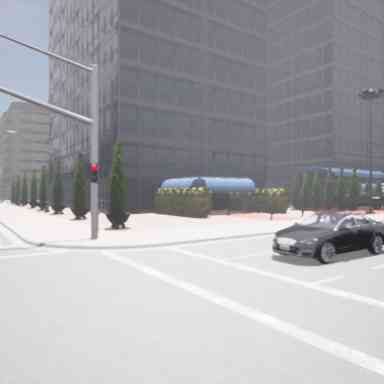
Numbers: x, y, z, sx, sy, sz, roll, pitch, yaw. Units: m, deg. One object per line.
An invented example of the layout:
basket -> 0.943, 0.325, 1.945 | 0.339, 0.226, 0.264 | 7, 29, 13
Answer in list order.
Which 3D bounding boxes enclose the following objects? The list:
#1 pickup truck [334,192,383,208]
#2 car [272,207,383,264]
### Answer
pickup truck -> 19.652, 1.059, 37.949 | 6.274, 2.098, 2.390 | 0, 0, -4
car -> 4.998, 1.492, 11.883 | 4.902, 1.511, 2.128 | 0, 0, -33
